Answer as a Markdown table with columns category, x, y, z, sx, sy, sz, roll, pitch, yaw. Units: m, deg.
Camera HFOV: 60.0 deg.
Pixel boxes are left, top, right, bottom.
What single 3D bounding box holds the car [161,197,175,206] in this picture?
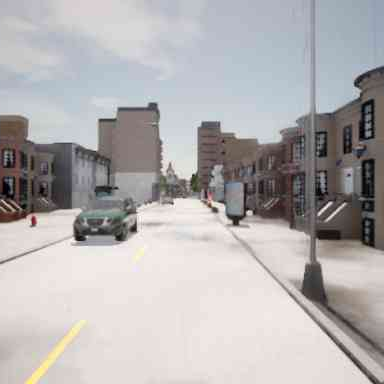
| category | x | y | z | sx | sy | sz | roll | pitch | yaw |
| --- | --- | --- | --- | --- | --- | --- | --- | --- | --- |
| car | -4.070 | 1.563 | 56.862 | 1.812 | 1.442 | 4.674 | 0 | 0 | 0 |

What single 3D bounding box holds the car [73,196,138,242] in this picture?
| category | x | y | z | sx | sy | sz | roll | pitch | yaw |
| --- | --- | --- | --- | --- | --- | --- | --- | --- | --- |
| car | -4.105 | 1.231 | 16.769 | 2.150 | 2.045 | 5.566 | 0 | 0 | 0 |
